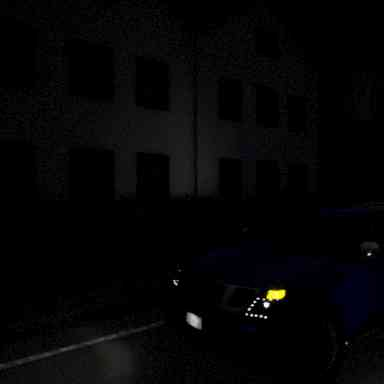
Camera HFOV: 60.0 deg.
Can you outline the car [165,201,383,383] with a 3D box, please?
[{"bbox_3d":[2.273,1.197,5.611,5.566,2.045,2.150,0,0,-36],"label":"car"}]
